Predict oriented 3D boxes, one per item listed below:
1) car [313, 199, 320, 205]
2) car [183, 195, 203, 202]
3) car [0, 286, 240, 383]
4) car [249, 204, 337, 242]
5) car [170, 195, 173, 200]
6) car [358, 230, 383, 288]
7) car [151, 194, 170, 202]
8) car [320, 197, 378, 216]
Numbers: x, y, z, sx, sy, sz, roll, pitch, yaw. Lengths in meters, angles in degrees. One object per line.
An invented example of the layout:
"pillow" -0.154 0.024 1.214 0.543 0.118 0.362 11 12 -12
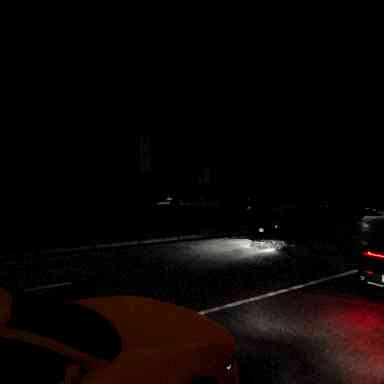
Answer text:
"car" 15.679 1.245 36.201 2.128 1.511 4.902 -1 0 -39
"car" 0.129 1.309 67.003 1.895 1.301 4.718 -1 0 -39
"car" -1.837 1.478 2.419 5.008 1.535 1.882 0 0 -36
"car" 4.703 1.499 15.949 4.181 1.385 1.994 -1 0 -35
"car" -6.220 1.238 74.781 2.128 1.511 4.902 -1 0 -38
"car" 5.869 1.468 7.951 4.892 1.490 1.837 0 0 -36
"car" -7.041 1.264 64.565 2.128 1.511 4.902 -1 0 -38
"car" 14.568 1.295 30.551 1.837 1.490 4.892 0 0 -24
